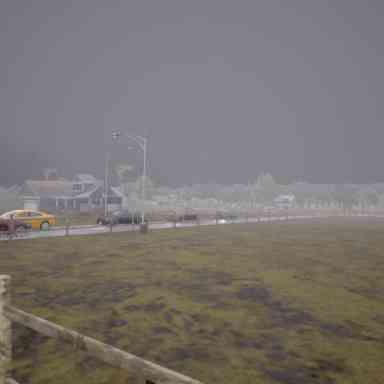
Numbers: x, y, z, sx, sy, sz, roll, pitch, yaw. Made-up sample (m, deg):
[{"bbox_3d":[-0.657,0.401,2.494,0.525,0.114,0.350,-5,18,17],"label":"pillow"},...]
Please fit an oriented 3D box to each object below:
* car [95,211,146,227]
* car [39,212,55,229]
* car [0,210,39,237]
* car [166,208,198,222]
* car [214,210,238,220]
[{"bbox_3d":[-6.652,2.494,31.934,2.033,1.411,5.357,0,-2,35],"label":"car"},{"bbox_3d":[-12.345,2.030,23.811,1.882,1.535,5.008,0,-2,34],"label":"car"},{"bbox_3d":[-12.050,1.893,19.418,1.882,1.535,5.008,1,-2,42],"label":"car"},{"bbox_3d":[-1.109,2.689,39.748,2.097,1.767,4.553,0,-2,36],"label":"car"},{"bbox_3d":[4.981,3.341,48.284,1.994,1.385,4.181,0,-3,36],"label":"car"}]
